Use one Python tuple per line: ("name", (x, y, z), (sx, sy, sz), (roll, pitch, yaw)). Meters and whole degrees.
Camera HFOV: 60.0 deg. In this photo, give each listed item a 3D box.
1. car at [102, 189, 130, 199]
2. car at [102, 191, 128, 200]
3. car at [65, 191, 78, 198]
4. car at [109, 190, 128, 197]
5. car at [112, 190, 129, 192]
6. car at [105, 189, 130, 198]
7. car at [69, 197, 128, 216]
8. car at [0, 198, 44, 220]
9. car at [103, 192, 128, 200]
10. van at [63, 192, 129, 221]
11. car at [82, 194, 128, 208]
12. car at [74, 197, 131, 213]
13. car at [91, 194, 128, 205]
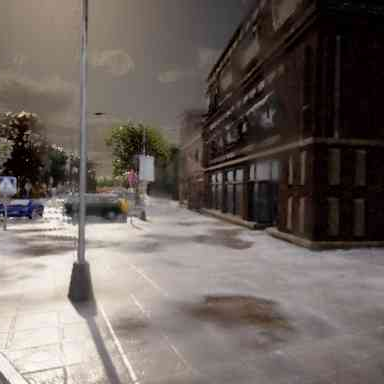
("car", (-16.709, 0.496, 73.058), (5.566, 2.045, 2.435), (2, 1, -31))
("car", (-15.578, 0.711, 67.194), (4.553, 1.767, 2.185), (2, 1, -31))
("car", (-25.809, 0.585, 71.450), (1.994, 1.385, 4.181), (1, 1, -11))
("car", (-20.023, 0.375, 90.784), (4.553, 1.767, 2.185), (2, 0, -31))
("car", (-14.537, 0.956, 61.266), (4.792, 1.488, 2.163), (2, 1, -31))
("car", (-18.366, 0.369, 81.921), (5.566, 2.045, 2.435), (2, 1, -31))
("car", (-8.874, 1.373, 31.796), (5.008, 1.535, 2.097), (2, 0, -31))
("car", (-13.109, 1.281, 26.150), (1.882, 1.535, 5.008), (1, 0, -11))
("car", (-16.165, 0.831, 70.135), (4.674, 1.452, 2.002), (2, 0, -31))
("van", (-7.610, 1.170, 25.981), (4.442, 1.987, 1.878), (2, 0, -31))
("car", (-11.325, 1.210, 43.497), (5.366, 1.575, 1.946), (2, 1, -31))
("car", (-9.305, 1.357, 34.838), (5.366, 1.575, 1.946), (2, 0, -31))
("car", (-12.282, 1.122, 49.489), (4.892, 1.521, 2.231), (2, 1, -31))
